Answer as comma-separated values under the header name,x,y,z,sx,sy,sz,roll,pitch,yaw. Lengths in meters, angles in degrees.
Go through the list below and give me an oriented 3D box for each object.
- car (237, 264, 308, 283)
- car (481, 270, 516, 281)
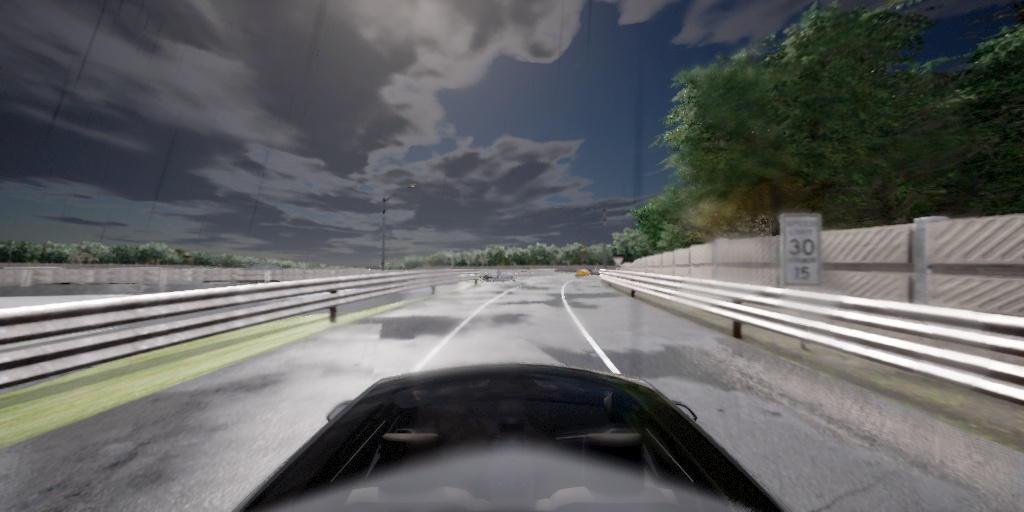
name,x,y,z,sx,sy,sz,roll,pitch,yaw
car,-18.277,1.451,27.603,4.553,1.767,2.097,2,-3,-39
car,-1.571,2.357,44.025,1.895,1.301,4.718,-1,-3,39
